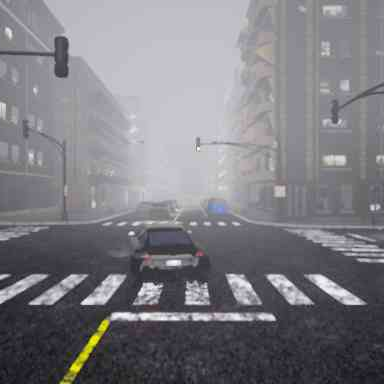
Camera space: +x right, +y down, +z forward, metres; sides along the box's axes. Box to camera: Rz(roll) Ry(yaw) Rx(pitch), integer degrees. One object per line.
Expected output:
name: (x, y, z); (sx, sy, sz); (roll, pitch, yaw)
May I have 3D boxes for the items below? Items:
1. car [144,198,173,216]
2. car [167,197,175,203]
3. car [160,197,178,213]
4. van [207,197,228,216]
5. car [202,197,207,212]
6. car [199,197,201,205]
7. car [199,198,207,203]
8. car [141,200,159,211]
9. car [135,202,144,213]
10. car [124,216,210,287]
car: (-3.064, 1.664, 31.657); (1.882, 1.535, 5.008); (0, 0, -1)
car: (-5.716, 2.204, 90.383); (1.887, 1.381, 4.507); (-1, -1, 0)
car: (-3.084, 1.728, 41.259); (1.882, 1.535, 5.008); (0, 0, 0)
van: (2.820, 1.549, 35.131); (1.690, 1.788, 3.998); (-1, 0, 0)
car: (2.732, 1.561, 40.628); (2.192, 1.841, 5.009); (-1, 0, 0)
car: (2.696, 1.811, 57.189); (1.967, 1.590, 4.097); (-1, 0, 0)
car: (2.775, 2.173, 84.796); (1.947, 1.339, 4.313); (-1, -1, 0)
car: (-5.830, 1.852, 46.200); (1.947, 1.339, 4.313); (-1, 0, 0)
car: (-5.831, 1.828, 40.679); (1.802, 1.307, 4.206); (-1, 0, 0)
car: (-0.867, 1.618, 9.665); (1.994, 1.385, 4.181); (0, 0, -13)
